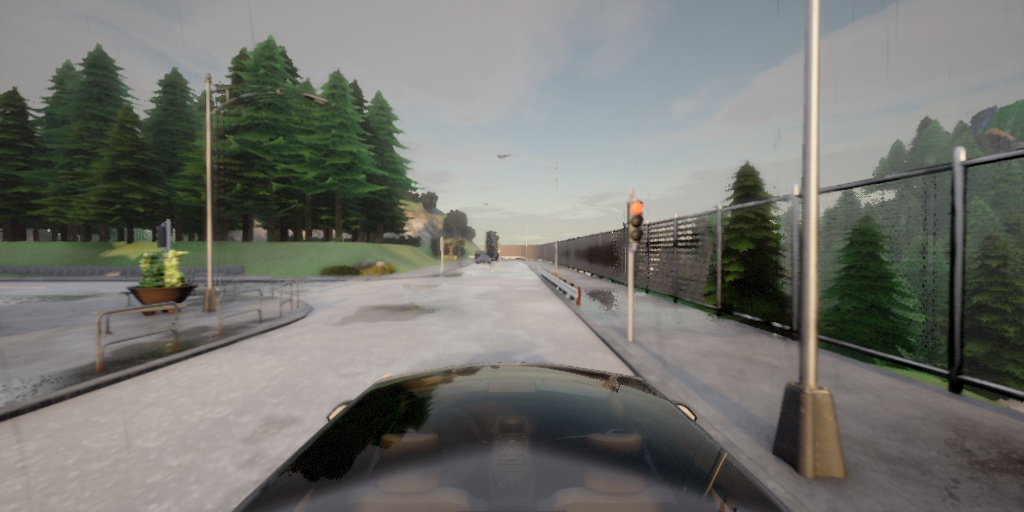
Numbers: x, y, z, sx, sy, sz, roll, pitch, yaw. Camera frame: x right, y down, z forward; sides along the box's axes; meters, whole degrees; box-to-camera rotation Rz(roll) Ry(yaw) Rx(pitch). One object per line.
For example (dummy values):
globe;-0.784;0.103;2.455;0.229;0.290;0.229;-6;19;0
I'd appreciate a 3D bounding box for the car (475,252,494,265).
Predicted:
car;-4.048;0.568;51.263;1.994;1.385;4.181;0;1;0

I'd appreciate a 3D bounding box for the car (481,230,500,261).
car;-3.633;-2.035;64.363;2.150;5.566;2.045;-9;-18;21
